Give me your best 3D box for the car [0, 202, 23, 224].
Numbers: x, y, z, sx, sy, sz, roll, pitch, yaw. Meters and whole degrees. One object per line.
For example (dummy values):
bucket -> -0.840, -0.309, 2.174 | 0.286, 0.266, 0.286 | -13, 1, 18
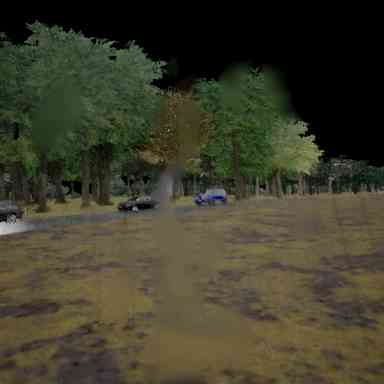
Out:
car -> -13.412, 1.384, 21.216 | 1.837, 1.490, 4.892 | -3, -1, 35

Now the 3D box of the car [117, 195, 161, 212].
car -> -5.148, 1.124, 32.917 | 1.882, 1.535, 5.008 | -3, -1, 36

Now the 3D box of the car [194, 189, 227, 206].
car -> 2.543, 0.665, 43.791 | 2.150, 2.045, 5.566 | -3, -1, 35
